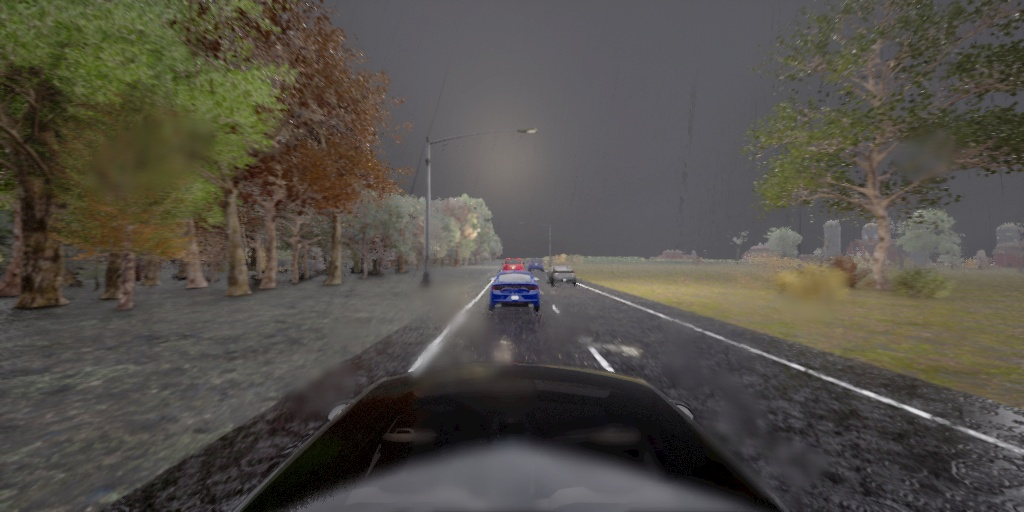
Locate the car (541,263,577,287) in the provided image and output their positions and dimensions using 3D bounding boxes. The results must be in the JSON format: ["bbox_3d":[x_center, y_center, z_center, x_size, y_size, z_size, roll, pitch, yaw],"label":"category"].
[{"bbox_3d":[3.615,1.455,26.887,2.128,1.511,4.902,0,0,0],"label":"car"}]

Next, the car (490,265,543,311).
[{"bbox_3d":[0.108,1.346,15.275,1.882,1.535,5.008,0,0,0],"label":"car"}]

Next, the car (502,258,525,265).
[{"bbox_3d":[0.122,1.271,37.467,2.150,2.045,5.566,0,0,0],"label":"car"}]

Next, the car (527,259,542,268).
[{"bbox_3d":[3.633,1.420,56.128,2.150,2.045,5.566,0,0,0],"label":"car"}]
